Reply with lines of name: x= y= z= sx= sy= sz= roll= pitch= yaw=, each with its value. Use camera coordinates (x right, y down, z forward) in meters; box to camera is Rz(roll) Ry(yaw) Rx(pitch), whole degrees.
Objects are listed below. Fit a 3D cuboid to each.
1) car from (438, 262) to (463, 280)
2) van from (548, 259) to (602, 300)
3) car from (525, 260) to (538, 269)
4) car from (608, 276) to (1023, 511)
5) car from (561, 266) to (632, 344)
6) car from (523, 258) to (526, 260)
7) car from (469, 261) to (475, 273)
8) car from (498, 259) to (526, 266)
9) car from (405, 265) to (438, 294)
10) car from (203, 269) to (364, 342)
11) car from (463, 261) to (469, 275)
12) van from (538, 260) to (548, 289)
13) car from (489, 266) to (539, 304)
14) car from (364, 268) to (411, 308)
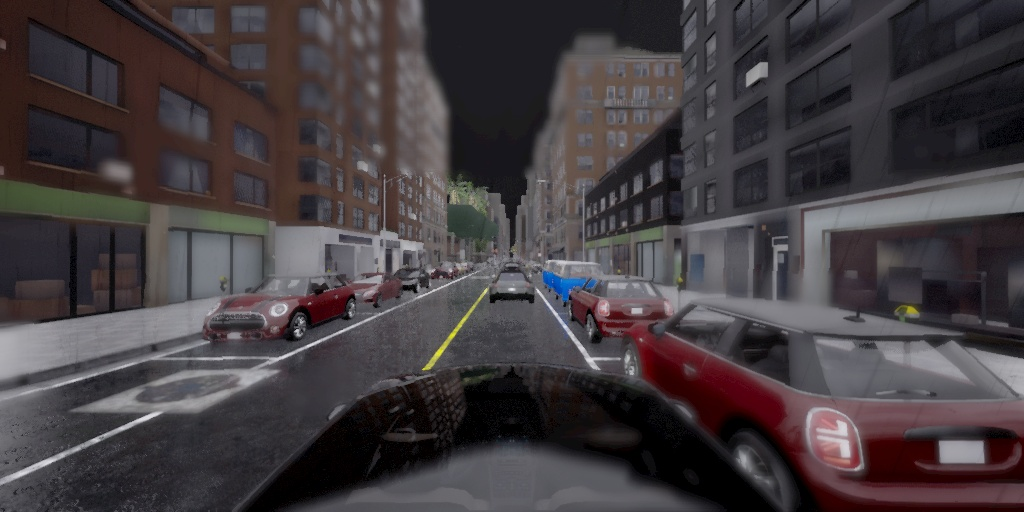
car: x=-5.858 y=1.217 z=31.614 sx=1.967 sy=1.591 sz=4.097 roll=0 pitch=0 yaw=0
van: x=2.668 y=1.095 z=15.079 sx=1.690 sy=1.789 sz=3.998 roll=0 pitch=0 yaw=0
car: x=2.668 y=1.338 z=37.109 sx=2.007 sy=1.370 sz=4.403 roll=0 pitch=0 yaw=0
car: x=2.668 y=1.188 z=4.066 sx=1.967 sy=1.591 sz=4.097 roll=0 pitch=0 yaw=0
car: x=2.668 y=1.190 z=9.572 sx=1.967 sy=1.591 sz=4.097 roll=0 pitch=0 yaw=0
car: x=2.668 y=1.335 z=48.294 sx=1.751 sy=1.417 sz=4.829 roll=0 pitch=0 yaw=0
car: x=-5.857 y=1.380 z=42.631 sx=1.802 sy=1.307 sz=4.207 roll=0 pitch=0 yaw=0
car: x=0.000 y=1.295 z=31.501 sx=1.837 sy=1.490 sz=4.892 roll=0 pitch=0 yaw=0
car: x=-5.857 y=1.326 z=20.596 sx=1.948 sy=1.339 sz=4.313 roll=0 pitch=0 yaw=0
car: x=-5.857 y=1.190 z=9.581 sx=1.967 sy=1.591 sz=4.097 roll=0 pitch=0 yaw=0
car: x=-5.857 y=1.313 z=36.953 sx=1.751 sy=1.417 sz=4.829 roll=0 pitch=0 yaw=0
van: x=2.668 y=1.101 z=20.586 sx=1.690 sy=1.789 sz=3.998 roll=0 pitch=0 yaw=0
car: x=0.000 y=1.329 z=16.500 sx=1.994 sy=1.385 sz=4.181 roll=0 pitch=0 yaw=0
car: x=-5.857 y=1.336 z=15.088 sx=1.802 sy=1.307 sz=4.207 roll=0 pitch=0 yaw=0
